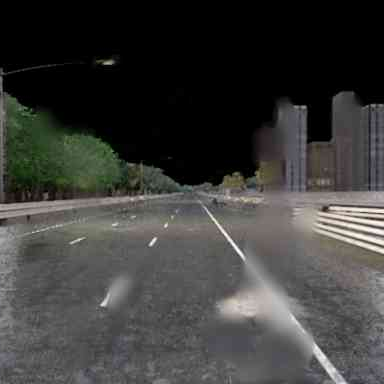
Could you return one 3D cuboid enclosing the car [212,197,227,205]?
[{"bbox_3d":[4.695,1.557,57.647,2.033,1.411,5.357,0,0,-5],"label":"car"}]
